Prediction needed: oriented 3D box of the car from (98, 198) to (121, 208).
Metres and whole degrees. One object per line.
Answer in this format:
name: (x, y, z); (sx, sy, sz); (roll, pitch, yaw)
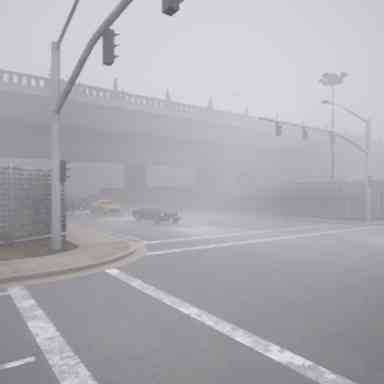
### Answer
car: (-12.875, 1.684, 51.810); (1.895, 1.301, 4.718); (0, 0, -36)

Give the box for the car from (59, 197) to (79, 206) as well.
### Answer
car: (-21.329, 1.581, 57.464); (2.128, 1.511, 4.902); (0, 0, -35)

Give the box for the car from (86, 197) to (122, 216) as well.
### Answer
car: (-8.768, 1.551, 33.660); (1.882, 1.535, 5.008); (0, 0, -35)

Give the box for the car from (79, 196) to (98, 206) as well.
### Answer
car: (-18.751, 1.567, 60.035); (1.882, 1.535, 5.008); (0, 0, -35)

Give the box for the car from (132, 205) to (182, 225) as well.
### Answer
car: (-2.727, 1.668, 25.184); (1.895, 1.301, 4.718); (0, 0, -35)

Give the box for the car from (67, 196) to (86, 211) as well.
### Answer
car: (-14.844, 1.628, 42.206); (2.033, 1.411, 5.357); (0, 0, -35)

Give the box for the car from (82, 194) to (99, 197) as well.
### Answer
car: (-15.259, 1.305, 49.035); (2.150, 2.045, 5.566); (0, 0, -35)

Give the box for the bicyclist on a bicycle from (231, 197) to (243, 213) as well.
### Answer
bicyclist on a bicycle: (4.584, 1.368, 33.848); (1.656, 1.620, 0.582); (0, 0, -35)
